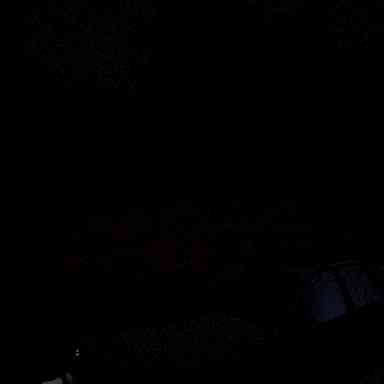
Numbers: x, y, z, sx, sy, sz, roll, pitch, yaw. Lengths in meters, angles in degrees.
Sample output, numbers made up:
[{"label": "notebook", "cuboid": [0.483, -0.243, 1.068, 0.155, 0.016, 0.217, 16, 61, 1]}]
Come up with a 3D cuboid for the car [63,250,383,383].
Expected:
[{"label": "car", "cuboid": [1.258, 1.562, 4.411, 5.357, 1.411, 2.033, 0, 0, -37]}]
